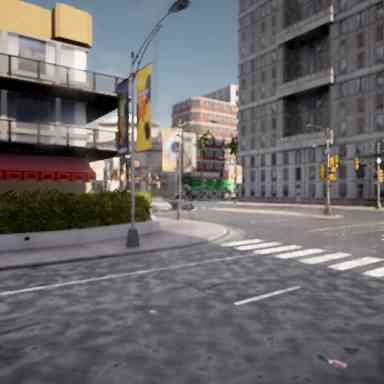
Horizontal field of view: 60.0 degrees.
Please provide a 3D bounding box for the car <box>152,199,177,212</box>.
[{"bbox_3d":[-4.029,1.490,37.934,1.812,1.442,4.674,0,0,-35],"label":"car"}]

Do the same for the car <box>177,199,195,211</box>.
[{"bbox_3d":[-1.483,1.521,40.403,1.994,1.385,4.181,0,0,-35],"label":"car"}]
